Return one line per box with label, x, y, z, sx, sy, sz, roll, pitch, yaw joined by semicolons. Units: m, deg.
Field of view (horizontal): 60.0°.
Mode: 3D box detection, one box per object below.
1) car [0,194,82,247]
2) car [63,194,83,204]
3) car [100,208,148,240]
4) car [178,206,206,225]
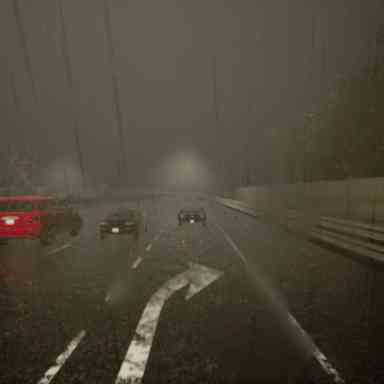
car;-6.896;1.233;15.292;2.150;2.045;5.566;0;0;0
car;-24.491;1.377;68.745;2.150;2.045;5.566;0;0;0
car;-3.400;1.539;17.090;1.812;1.442;4.674;0;0;0
car;0.002;1.624;24.000;1.895;1.301;4.718;0;0;0
